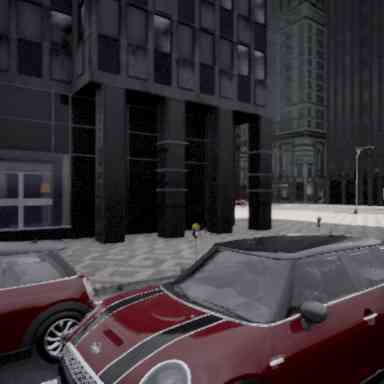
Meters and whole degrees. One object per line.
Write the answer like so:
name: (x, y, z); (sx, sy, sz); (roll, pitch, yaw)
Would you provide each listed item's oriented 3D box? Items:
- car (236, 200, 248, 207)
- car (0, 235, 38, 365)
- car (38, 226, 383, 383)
car: (9.104, 2.051, 61.505); (1.895, 1.301, 4.718); (0, 0, -35)
car: (-3.395, 1.437, 4.231); (4.097, 1.590, 1.967); (1, -1, -36)
car: (0.859, 1.373, 3.995); (4.553, 1.767, 2.097); (1, 0, -36)
